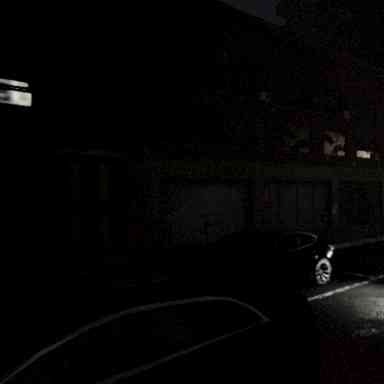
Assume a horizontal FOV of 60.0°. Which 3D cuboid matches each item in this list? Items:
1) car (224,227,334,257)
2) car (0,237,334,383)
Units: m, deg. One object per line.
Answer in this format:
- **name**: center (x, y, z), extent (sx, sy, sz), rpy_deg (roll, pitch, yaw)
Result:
- **car**: center (1.514, 1.532, 7.648), extent (4.313, 1.339, 1.947), rpy_deg (0, 0, -35)
- **car**: center (-0.935, 1.488, 2.708), extent (4.902, 1.511, 2.128), rpy_deg (0, 0, -36)
